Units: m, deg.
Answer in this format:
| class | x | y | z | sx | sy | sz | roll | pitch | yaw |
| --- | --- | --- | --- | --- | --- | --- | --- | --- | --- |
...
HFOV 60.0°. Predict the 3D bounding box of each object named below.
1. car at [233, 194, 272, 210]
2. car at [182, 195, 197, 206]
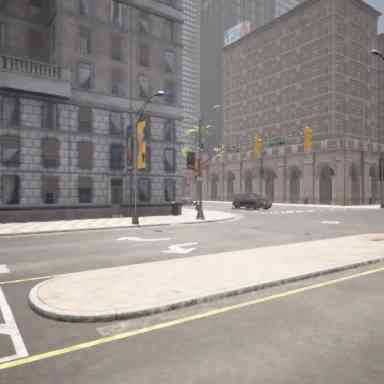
| class | x | y | z | sx | sy | sz | roll | pitch | yaw |
| --- | --- | --- | --- | --- | --- | --- | --- | --- | --- |
| car | 7.588 | 1.220 | 42.457 | 2.150 | 2.045 | 5.566 | 0 | 0 | -36 |
| car | -0.915 | 1.492 | 54.810 | 2.128 | 1.511 | 4.902 | 0 | 0 | -34 |
